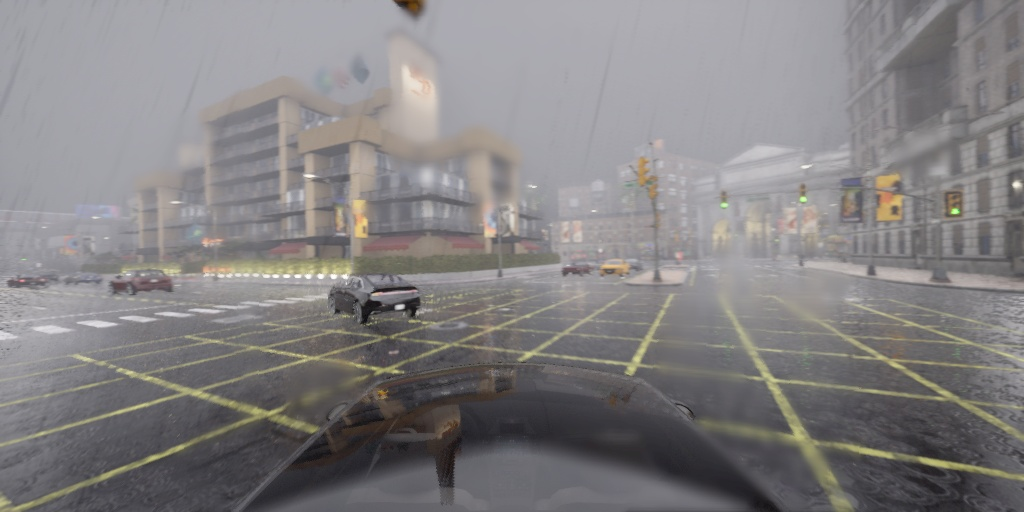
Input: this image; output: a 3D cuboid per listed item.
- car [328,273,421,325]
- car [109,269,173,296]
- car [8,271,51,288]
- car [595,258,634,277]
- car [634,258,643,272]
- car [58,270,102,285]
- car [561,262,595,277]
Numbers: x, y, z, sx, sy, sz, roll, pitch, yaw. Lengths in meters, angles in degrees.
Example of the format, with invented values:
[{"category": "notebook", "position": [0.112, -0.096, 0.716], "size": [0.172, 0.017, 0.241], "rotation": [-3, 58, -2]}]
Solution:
[{"category": "car", "position": [-4.972, 1.363, 12.640], "size": [2.128, 1.511, 4.902], "rotation": [-1, 0, -41]}, {"category": "car", "position": [-25.783, 1.717, 24.895], "size": [4.553, 1.767, 2.097], "rotation": [-1, 0, 27]}, {"category": "car", "position": [-50.494, 2.552, 37.319], "size": [4.718, 1.301, 1.895], "rotation": [-1, 0, 27]}, {"category": "car", "position": [9.390, 1.022, 32.561], "size": [1.882, 1.535, 5.008], "rotation": [-1, 0, 28]}, {"category": "car", "position": [13.655, 0.973, 40.871], "size": [1.812, 1.442, 4.674], "rotation": [-1, 0, 28]}, {"category": "car", "position": [-47.615, 2.432, 39.776], "size": [5.357, 1.411, 2.033], "rotation": [-1, 0, 27]}, {"category": "car", "position": [6.260, 1.219, 34.112], "size": [1.895, 1.301, 4.718], "rotation": [-1, 0, 28]}]
